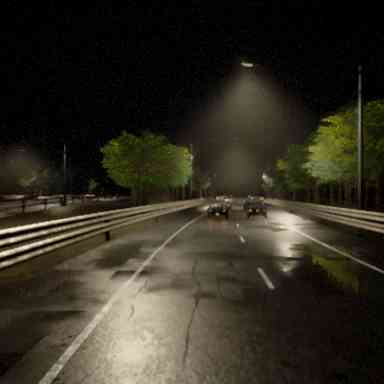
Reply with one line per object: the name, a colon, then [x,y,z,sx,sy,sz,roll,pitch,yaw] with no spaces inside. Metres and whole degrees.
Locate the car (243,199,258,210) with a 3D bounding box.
car: [8.173,1.742,46.728,1.994,1.385,4.181,0,0,8]

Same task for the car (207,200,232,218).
car: [2.548,1.699,31.685,1.895,1.301,4.718,0,0,8]

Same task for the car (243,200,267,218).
car: [6.034,1.661,31.368,2.033,1.411,5.357,0,0,8]

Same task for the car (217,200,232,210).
car: [4.497,1.756,45.694,1.895,1.301,4.718,0,0,8]
